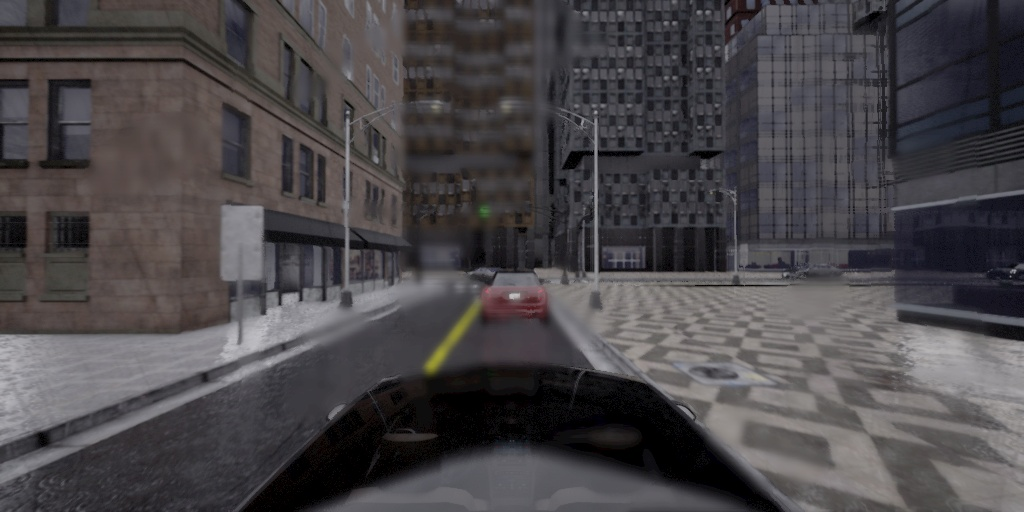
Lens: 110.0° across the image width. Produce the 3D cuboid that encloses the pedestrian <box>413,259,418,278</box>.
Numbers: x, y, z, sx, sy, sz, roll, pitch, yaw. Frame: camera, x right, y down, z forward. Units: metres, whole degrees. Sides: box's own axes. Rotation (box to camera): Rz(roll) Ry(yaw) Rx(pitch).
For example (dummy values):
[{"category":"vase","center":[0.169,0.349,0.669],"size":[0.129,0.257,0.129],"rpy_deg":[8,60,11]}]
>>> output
[{"category":"pedestrian","center":[-9.851,1.274,36.642],"size":[0.375,1.860,0.375],"rpy_deg":[0,-1,1]}]

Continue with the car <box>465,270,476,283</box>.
[{"category":"car","center":[-2.053,1.597,29.980],"size":[2.033,1.411,5.357],"rpy_deg":[0,-1,-31]}]

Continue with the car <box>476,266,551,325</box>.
[{"category":"car","center":[0.107,1.215,12.418],"size":[2.097,1.767,4.553],"rpy_deg":[0,-1,0]}]

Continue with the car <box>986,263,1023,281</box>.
[{"category":"car","center":[46.848,1.406,32.937],"size":[4.553,1.767,2.097],"rpy_deg":[0,-1,1]}]

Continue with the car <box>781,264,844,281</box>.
[{"category":"car","center":[27.783,1.533,33.223],"size":[4.902,1.511,2.128],"rpy_deg":[0,-1,1]}]
